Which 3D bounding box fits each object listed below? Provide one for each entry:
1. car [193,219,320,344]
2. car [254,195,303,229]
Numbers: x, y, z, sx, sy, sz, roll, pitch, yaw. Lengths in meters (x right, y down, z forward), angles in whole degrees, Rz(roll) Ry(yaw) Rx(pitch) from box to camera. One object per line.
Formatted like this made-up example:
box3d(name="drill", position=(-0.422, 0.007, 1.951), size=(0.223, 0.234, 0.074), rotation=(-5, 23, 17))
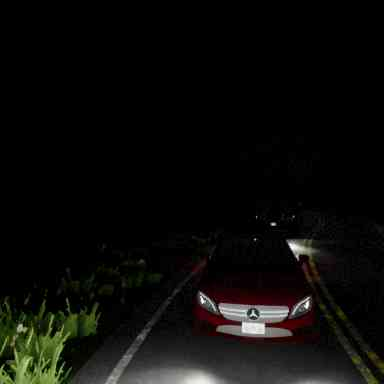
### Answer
box3d(name="car", position=(1.229, 1.534, 6.669), size=(1.812, 1.442, 4.674), rotation=(-1, 0, 11))
box3d(name="car", position=(4.999, 1.214, 18.842), size=(2.150, 2.045, 5.566), rotation=(-2, -1, 22))
